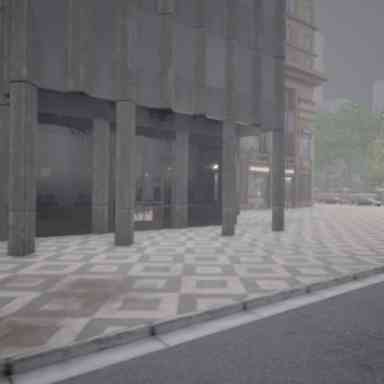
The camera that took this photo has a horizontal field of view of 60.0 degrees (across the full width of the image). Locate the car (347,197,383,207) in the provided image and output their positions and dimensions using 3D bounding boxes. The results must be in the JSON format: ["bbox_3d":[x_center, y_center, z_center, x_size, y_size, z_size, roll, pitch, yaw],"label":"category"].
[{"bbox_3d":[26.537,1.542,50.447,1.947,1.339,4.313,2,0,-35],"label":"car"}]

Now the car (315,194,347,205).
[{"bbox_3d":[23.345,1.436,54.956,1.887,1.381,4.507,2,0,-35],"label":"car"}]

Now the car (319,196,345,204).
[{"bbox_3d":[27.101,1.477,64.400,1.947,1.339,4.313,2,0,-35],"label":"car"}]

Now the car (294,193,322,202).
[{"bbox_3d":[23.918,1.139,68.908,2.192,1.841,5.009,2,0,-35],"label":"car"}]

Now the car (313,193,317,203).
[{"bbox_3d":[20.152,1.357,59.463,2.008,1.369,4.403,2,0,-35],"label":"car"}]

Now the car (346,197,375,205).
[{"bbox_3d":[30.294,1.562,59.892,1.947,1.339,4.313,2,0,-35],"label":"car"}]
